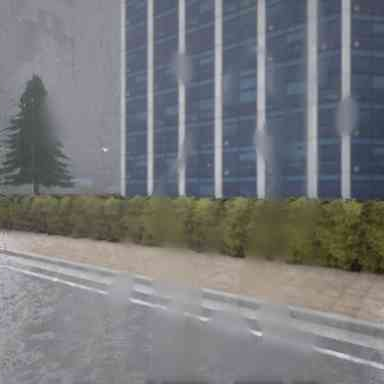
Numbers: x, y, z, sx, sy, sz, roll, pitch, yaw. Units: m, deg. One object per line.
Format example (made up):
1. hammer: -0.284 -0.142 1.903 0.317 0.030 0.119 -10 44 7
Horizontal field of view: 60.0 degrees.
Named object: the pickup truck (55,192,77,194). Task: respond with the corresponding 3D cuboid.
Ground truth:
1. pickup truck: -25.377 0.987 68.676 6.274 2.098 2.390 0 0 -24
